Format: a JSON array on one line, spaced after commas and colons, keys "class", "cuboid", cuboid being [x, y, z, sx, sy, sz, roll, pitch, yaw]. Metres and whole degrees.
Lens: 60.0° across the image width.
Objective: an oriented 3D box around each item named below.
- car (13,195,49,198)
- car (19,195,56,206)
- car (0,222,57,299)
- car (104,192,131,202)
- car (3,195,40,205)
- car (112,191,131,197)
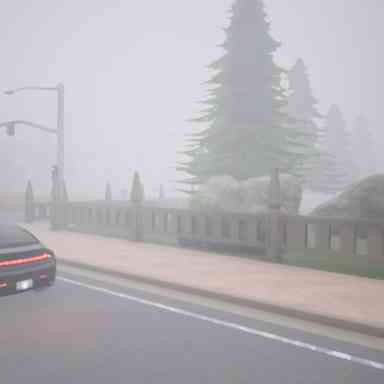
[{"class": "car", "cuboid": [-19.432, 1.179, 42.397, 2.033, 1.411, 5.357, 1, 0, 36]}, {"class": "car", "cuboid": [-21.240, 1.164, 45.876, 1.994, 1.385, 4.181, 1, 0, 36]}, {"class": "car", "cuboid": [-5.026, 1.429, 7.526, 4.892, 1.490, 1.837, 1, 0, 36]}, {"class": "car", "cuboid": [-13.921, 0.874, 62.077, 1.837, 1.490, 4.892, 1, 2, 36]}, {"class": "car", "cuboid": [-24.331, 1.132, 47.566, 1.994, 1.385, 4.181, 1, 0, 36]}, {"class": "car", "cuboid": [-10.559, 1.083, 54.789, 1.812, 1.442, 4.674, 1, 2, 36]}]
